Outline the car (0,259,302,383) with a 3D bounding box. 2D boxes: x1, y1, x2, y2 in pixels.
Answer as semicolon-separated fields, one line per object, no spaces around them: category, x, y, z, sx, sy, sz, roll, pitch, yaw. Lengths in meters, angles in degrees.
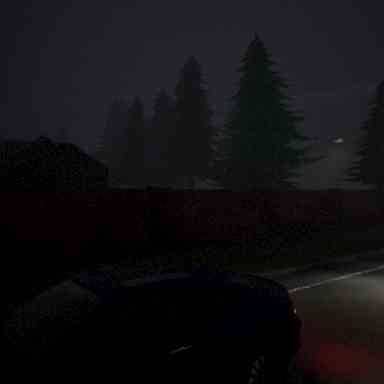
car;-0.812;1.525;3.409;4.674;1.442;1.812;0;0;-35
